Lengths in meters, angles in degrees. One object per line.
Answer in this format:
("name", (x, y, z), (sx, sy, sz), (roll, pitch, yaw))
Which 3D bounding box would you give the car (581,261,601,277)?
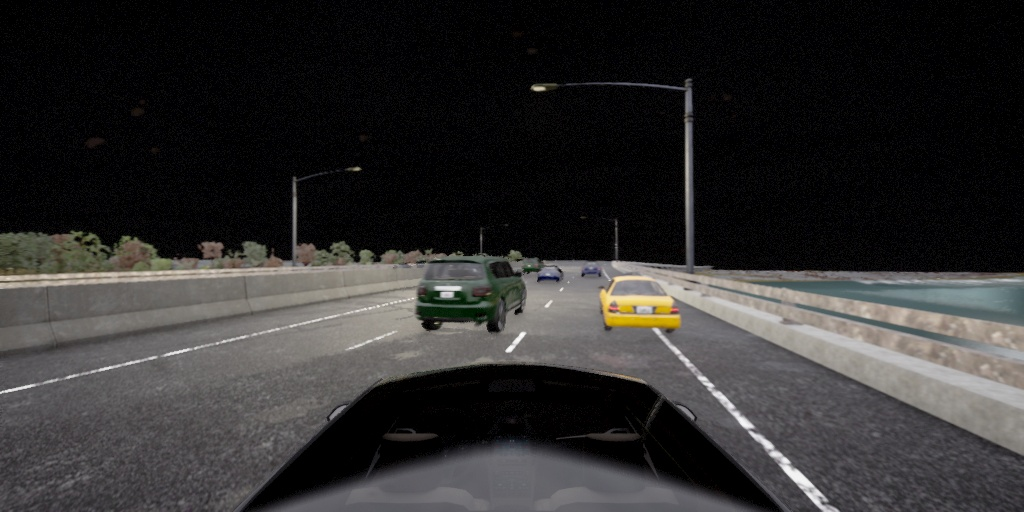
("car", (8.833, 1.361, 39.868), (2.097, 1.767, 4.553), (0, 0, 13))

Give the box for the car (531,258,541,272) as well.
("car", (2.615, 1.295, 44.021), (2.150, 2.045, 5.566), (0, -1, 13))

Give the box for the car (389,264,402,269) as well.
("car", (-14.684, 1.758, 47.703), (1.994, 1.385, 4.181), (0, -1, 13))

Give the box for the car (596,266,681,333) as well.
("car", (3.640, 1.257, 10.937), (1.801, 1.575, 5.366), (0, 0, 12))

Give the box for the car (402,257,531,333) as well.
("car", (-1.007, 1.049, 11.317), (2.150, 2.045, 5.566), (0, 0, 12))

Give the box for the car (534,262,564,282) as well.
("car", (3.467, 1.533, 31.912), (1.994, 1.385, 4.181), (0, 0, 13))

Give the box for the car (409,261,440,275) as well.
("car", (-11.332, 1.520, 46.668), (2.097, 1.767, 4.553), (0, -1, 13))
